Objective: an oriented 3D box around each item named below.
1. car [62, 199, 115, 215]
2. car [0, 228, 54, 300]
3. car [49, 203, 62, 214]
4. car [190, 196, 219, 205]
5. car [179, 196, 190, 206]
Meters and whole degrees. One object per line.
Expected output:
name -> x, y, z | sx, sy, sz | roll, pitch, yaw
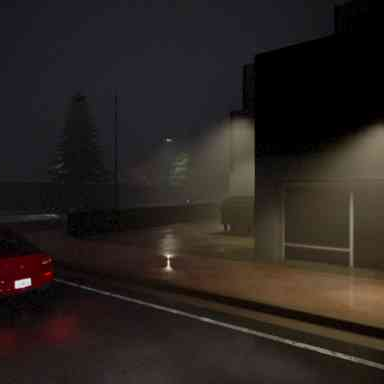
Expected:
car -> -9.644, 1.488, 32.567 | 2.128, 1.511, 4.902 | 0, 0, 36
car -> -4.963, 1.525, 7.551 | 4.674, 1.442, 1.812 | 0, 0, 37
car -> -12.551, 1.560, 34.519 | 1.994, 1.385, 4.181 | 0, 0, 36
car -> 2.170, 1.522, 48.651 | 1.812, 1.442, 4.674 | 0, 0, 37
car -> -0.041, 1.348, 51.487 | 2.097, 1.767, 4.553 | 0, 0, 38
